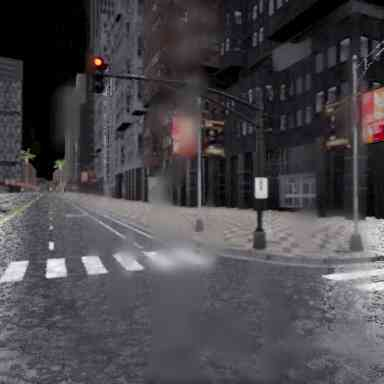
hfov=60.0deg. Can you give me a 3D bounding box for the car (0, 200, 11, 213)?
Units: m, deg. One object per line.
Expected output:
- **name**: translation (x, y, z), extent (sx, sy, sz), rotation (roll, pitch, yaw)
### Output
- **car**: translation (-19.764, 1.464, 34.013), extent (1.895, 1.301, 4.718), rotation (0, 0, -23)
